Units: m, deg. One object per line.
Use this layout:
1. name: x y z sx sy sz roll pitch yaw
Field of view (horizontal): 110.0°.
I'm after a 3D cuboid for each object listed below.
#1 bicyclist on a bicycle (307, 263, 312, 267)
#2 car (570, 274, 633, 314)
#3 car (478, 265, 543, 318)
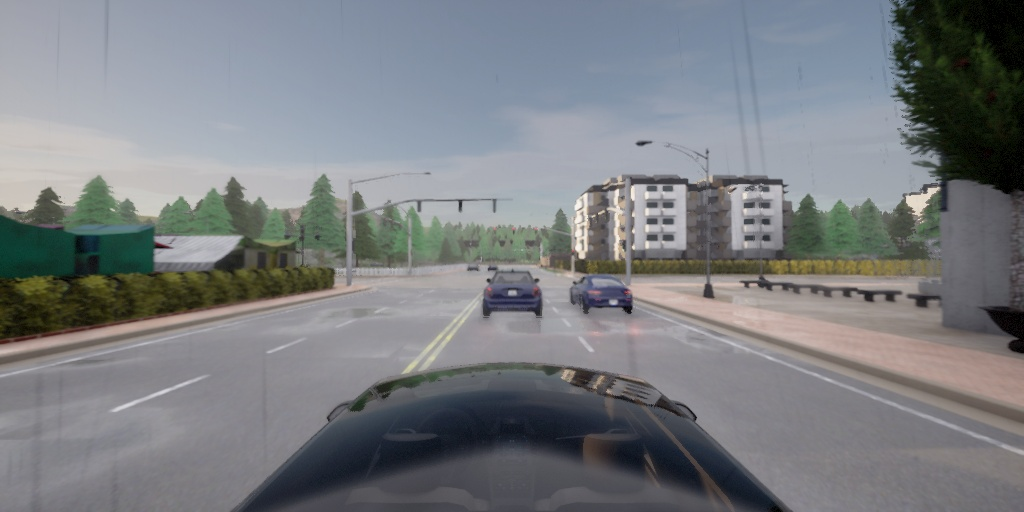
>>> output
1. bicyclist on a bicycle: -25.798 1.661 45.542 0.582 1.620 1.656 0 -1 -1
2. car: 3.547 1.457 14.745 1.812 1.442 4.674 0 -1 1
3. car: 0.042 1.273 14.037 2.097 1.767 4.553 0 -1 1
